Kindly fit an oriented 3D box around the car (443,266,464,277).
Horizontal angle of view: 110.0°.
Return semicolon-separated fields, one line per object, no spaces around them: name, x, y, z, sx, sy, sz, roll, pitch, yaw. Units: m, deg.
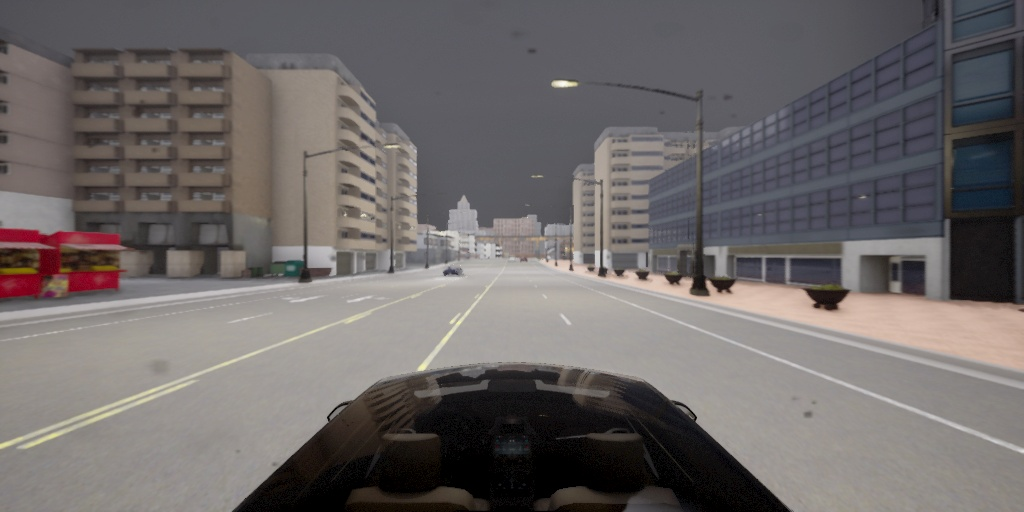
car;-7.016;1.806;42.937;1.895;1.301;4.718;0;0;0
